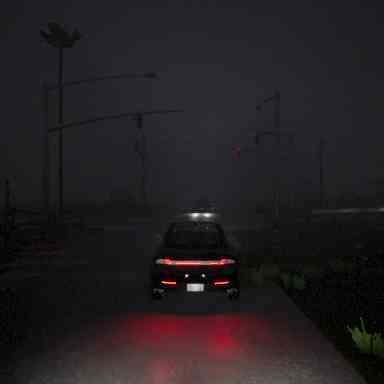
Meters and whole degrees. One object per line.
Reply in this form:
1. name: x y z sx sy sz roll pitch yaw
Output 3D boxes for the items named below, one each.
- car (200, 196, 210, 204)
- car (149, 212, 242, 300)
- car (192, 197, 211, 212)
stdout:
1. car: 2.591 1.491 65.093 1.812 1.442 4.674 0 0 3
2. car: 0.078 1.492 8.364 2.128 1.511 4.902 0 0 0
3. car: 1.050 1.529 35.921 1.994 1.385 4.181 0 0 3
